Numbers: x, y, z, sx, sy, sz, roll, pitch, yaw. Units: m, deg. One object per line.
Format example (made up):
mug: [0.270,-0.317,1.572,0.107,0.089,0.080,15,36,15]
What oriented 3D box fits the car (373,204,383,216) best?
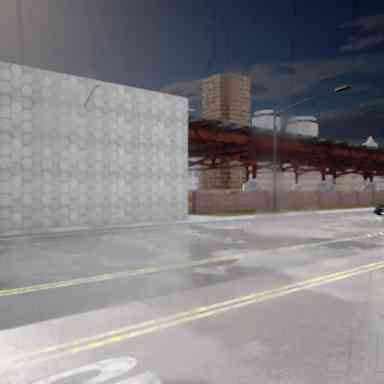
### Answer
car: [18.586,1.450,30.146,5.357,1.411,2.033,0,0,-35]
